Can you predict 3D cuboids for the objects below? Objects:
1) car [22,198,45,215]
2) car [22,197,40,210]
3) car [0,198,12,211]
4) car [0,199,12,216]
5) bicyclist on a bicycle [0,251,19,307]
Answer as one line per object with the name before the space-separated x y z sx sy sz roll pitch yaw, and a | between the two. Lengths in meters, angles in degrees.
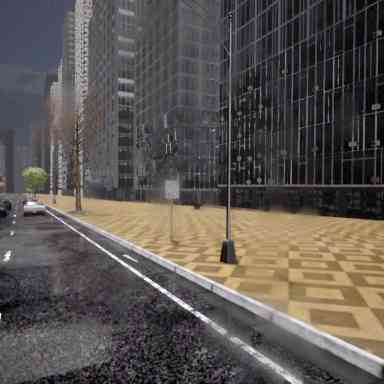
car | -15.819 1.585 33.325 1.895 1.301 4.718 0 0 -27
car | -21.280 1.470 43.867 2.128 1.511 4.902 0 0 -27
car | -23.795 1.542 41.734 1.994 1.385 4.181 0 0 -27
car | -18.492 1.530 31.574 2.033 1.411 5.357 0 0 -28
bicyclist on a bicycle | -4.186 1.448 6.267 1.656 1.620 0.582 -1 0 -27
